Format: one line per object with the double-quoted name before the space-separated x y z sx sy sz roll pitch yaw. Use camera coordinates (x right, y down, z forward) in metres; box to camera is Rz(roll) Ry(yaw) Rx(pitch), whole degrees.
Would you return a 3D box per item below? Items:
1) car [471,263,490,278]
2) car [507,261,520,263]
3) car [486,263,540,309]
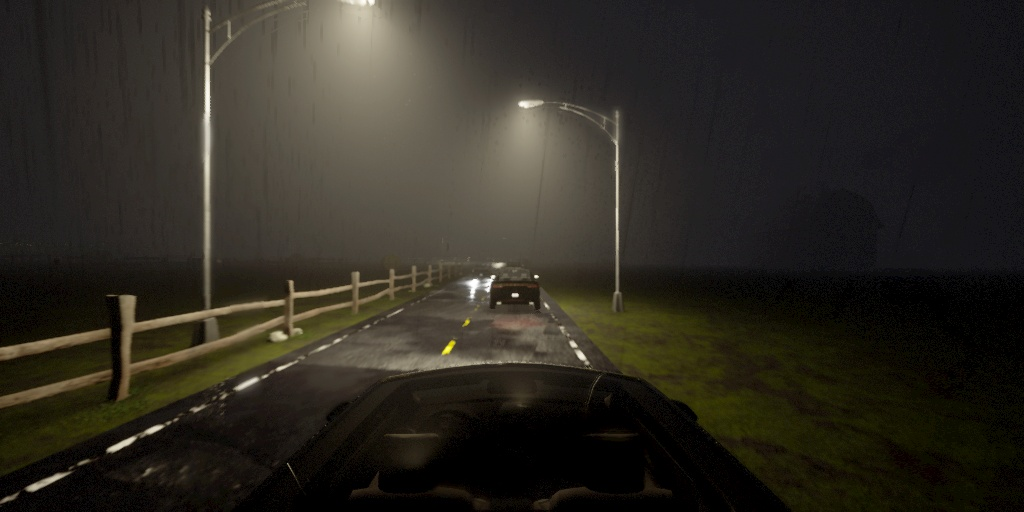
"car" -2.708 1.361 33.781 1.895 1.301 4.718 0 0 0
"car" 0.144 1.266 35.666 1.837 1.490 4.892 0 0 0
"car" 0.117 1.233 15.114 1.882 1.535 5.008 0 0 0
